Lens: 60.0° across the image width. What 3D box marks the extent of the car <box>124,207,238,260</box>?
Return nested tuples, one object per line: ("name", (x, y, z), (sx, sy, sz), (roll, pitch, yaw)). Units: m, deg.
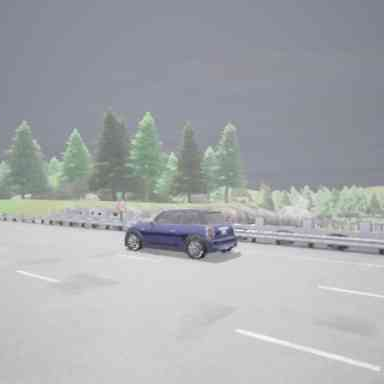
("car", (-0.574, 1.461, 13.125), (4.553, 1.767, 2.097), (-1, -1, 36))
